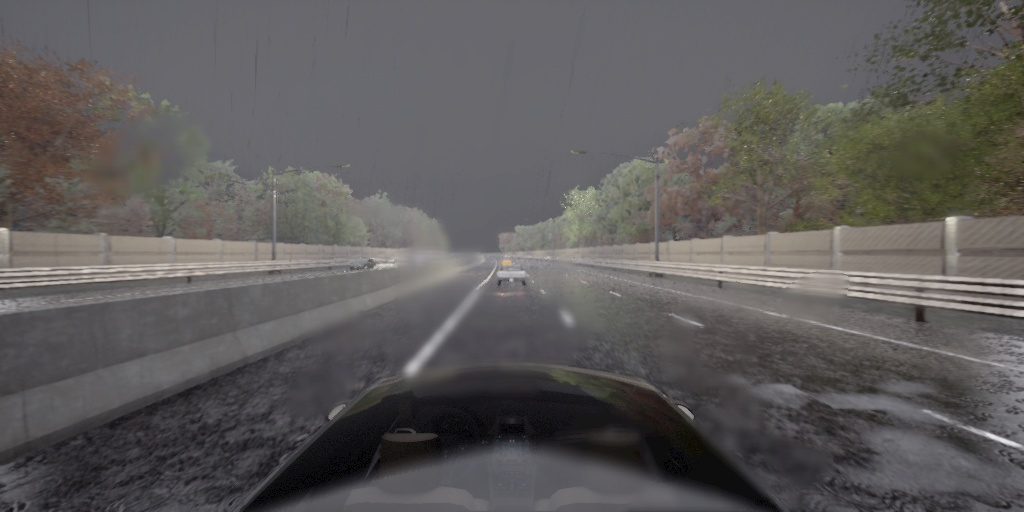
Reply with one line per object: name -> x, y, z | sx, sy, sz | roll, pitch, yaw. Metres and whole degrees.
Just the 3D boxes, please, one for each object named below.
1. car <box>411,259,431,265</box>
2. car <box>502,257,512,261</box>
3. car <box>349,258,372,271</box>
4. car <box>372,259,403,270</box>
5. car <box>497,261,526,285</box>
car -> -11.027, 1.048, 43.733 | 1.812, 1.442, 4.674 | 0, 0, -1
car -> -0.837, 0.885, 58.501 | 1.801, 1.575, 5.366 | 0, 0, -1
car -> -18.023, 1.033, 43.555 | 1.837, 1.490, 4.892 | 0, 1, -1
car -> -14.504, 1.133, 42.505 | 1.895, 1.301, 4.718 | 0, 0, -1
car -> -0.042, 1.220, 24.885 | 1.895, 1.301, 4.718 | 0, 0, -1
